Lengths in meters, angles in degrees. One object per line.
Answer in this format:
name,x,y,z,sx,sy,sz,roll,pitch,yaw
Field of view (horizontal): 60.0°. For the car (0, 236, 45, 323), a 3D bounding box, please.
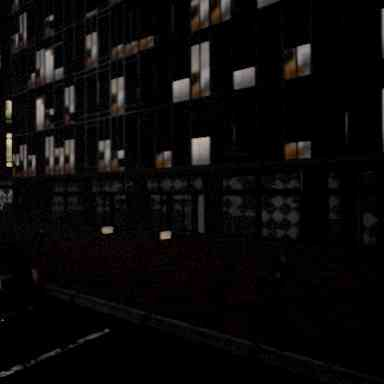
car,-4.582,1.459,6.144,4.097,1.590,1.967,0,0,35
